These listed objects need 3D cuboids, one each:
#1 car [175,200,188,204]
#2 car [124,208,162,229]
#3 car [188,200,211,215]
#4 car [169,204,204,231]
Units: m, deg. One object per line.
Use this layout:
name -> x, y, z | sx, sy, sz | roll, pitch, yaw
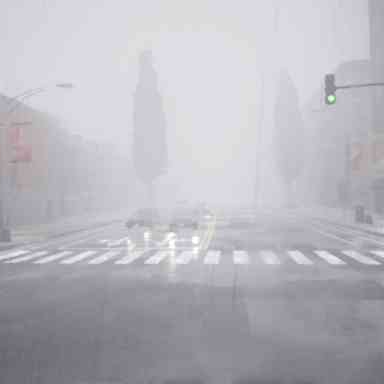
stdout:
car -> -1.311, 1.958, 48.333 | 2.097, 1.767, 4.553 | -1, -1, 6
car -> -3.500, 1.916, 25.100 | 2.033, 1.411, 5.357 | -1, -1, 5
car -> 1.132, 1.805, 39.800 | 2.097, 1.767, 4.553 | -1, -1, 5
car -> -0.428, 1.807, 23.049 | 1.812, 1.442, 4.674 | -1, -1, 5
